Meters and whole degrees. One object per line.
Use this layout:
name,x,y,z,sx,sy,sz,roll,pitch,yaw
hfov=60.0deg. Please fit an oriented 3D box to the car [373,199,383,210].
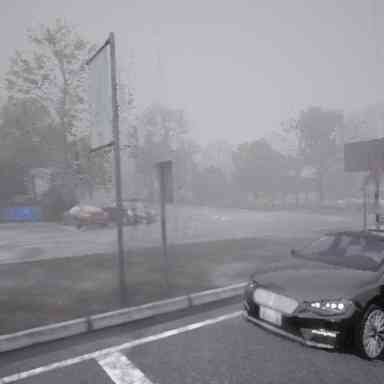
car,20.820,1.532,41.334,2.097,1.535,5.008,0,0,-35

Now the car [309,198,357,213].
car,15.485,1.558,37.534,2.002,1.452,4.674,0,0,-35

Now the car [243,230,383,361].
car,3.052,1.462,5.857,4.902,1.511,2.128,2,-1,-35

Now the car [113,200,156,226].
car,-4.376,1.341,23.472,2.185,1.767,4.553,0,0,-36

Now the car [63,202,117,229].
car,-6.919,1.502,21.577,2.002,1.452,4.674,0,0,-36

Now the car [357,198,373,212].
car,18.158,1.526,39.429,2.231,1.521,4.892,0,0,-35
